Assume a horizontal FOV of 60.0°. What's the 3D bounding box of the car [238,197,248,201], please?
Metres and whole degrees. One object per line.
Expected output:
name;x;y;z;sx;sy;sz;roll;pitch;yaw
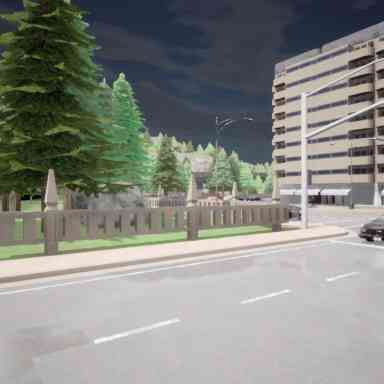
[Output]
car;7.108;1.492;33.372;2.033;1.411;5.357;0;0;-33

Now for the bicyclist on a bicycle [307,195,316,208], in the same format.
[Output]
bicyclist on a bicycle;15.325;1.245;42.481;1.656;1.620;0.582;0;0;-29

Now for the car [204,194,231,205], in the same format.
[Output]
car;2.655;1.422;42.214;1.882;1.535;5.008;0;0;-20

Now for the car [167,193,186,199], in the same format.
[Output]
car;-2.239;1.166;46.346;2.150;2.045;5.566;0;0;-13

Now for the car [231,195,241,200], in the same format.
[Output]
car;9.249;1.492;67.935;2.033;1.411;5.357;0;0;20

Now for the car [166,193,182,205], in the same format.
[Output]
car;-3.207;1.163;60.980;2.150;2.045;5.566;0;0;5

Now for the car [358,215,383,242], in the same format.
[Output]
car;9.849;1.543;15.294;5.357;1.411;2.033;0;0;-35

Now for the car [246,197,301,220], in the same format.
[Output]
car;7.087;1.436;27.197;2.128;1.511;4.902;0;0;-33

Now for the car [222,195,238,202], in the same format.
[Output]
car;8.594;1.469;75.205;1.812;1.442;4.674;0;0;32
